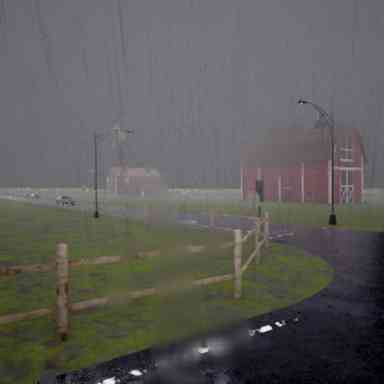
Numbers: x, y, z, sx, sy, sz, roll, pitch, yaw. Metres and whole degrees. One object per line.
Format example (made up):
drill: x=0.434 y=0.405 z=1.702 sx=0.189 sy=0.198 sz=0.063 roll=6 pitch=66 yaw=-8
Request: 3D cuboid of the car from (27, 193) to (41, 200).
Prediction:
car: x=-37.664 y=1.093 z=79.980 sx=1.837 sy=1.490 sz=4.892 roll=-1 pitch=1 yaw=-36

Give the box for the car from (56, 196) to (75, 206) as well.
car: x=-19.005 y=1.315 z=49.756 sx=1.837 sy=1.490 sz=4.892 roll=-1 pitch=1 yaw=-36
